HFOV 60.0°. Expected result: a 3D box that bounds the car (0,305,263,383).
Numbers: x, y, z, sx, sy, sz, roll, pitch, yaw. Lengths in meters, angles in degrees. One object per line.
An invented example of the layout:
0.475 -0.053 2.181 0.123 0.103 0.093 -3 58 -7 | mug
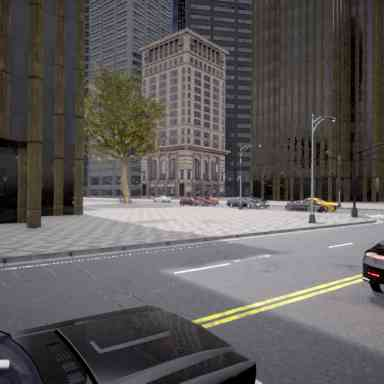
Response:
-1.706 1.601 2.224 4.718 1.301 1.895 0 0 -36 | car

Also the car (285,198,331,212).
12.245 1.517 36.038 1.994 1.385 4.181 1 0 -39 | car

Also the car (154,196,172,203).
-6.367 1.570 72.132 1.812 1.442 4.674 1 -1 -45 | car

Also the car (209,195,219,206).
1.914 1.508 53.541 1.812 1.442 4.674 1 0 -41 | car

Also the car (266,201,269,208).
8.414 1.477 45.945 2.128 1.511 4.902 1 0 -40 | car

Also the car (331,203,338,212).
14.395 1.463 38.573 1.882 1.535 5.008 1 0 -38 | car

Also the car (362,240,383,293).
5.816 1.492 7.584 4.902 1.511 2.128 0 0 -35 | car

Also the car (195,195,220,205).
2.816 1.399 62.531 2.097 1.767 4.553 1 -1 -42 | car

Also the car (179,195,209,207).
-0.027 1.476 50.839 1.812 1.442 4.674 1 0 -41 | car

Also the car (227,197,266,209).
6.655 1.445 42.986 2.128 1.511 4.902 1 0 -40 | car
